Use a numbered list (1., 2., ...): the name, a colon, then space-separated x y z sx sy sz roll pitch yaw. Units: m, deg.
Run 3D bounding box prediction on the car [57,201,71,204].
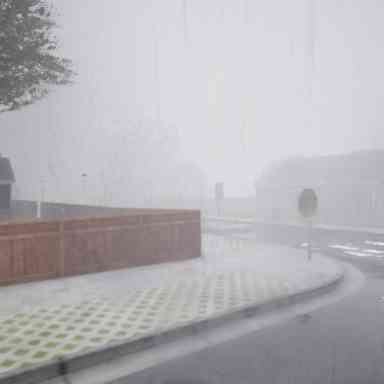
1. car: -18.159 1.909 47.176 1.895 1.301 4.718 0 0 -35
